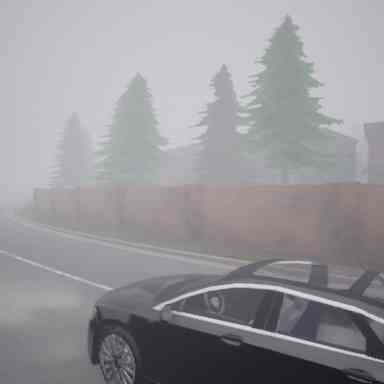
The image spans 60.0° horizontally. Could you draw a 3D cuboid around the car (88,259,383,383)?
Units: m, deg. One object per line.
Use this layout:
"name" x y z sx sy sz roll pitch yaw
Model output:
"car" 0.896 1.499 3.512 4.902 1.511 2.128 0 0 37
